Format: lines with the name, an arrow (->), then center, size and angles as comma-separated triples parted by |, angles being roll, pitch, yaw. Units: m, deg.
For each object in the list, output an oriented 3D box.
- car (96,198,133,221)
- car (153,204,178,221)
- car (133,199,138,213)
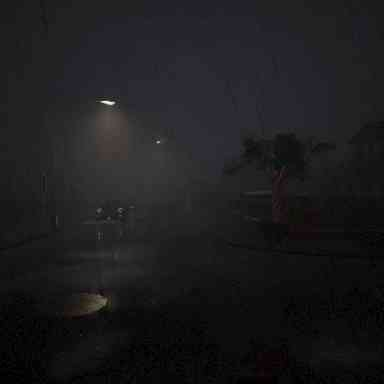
car -> -6.304, 1.348, 26.832 | 2.097, 1.767, 4.553 | 0, 0, -4
car -> -2.112, 1.597, 26.809 | 1.895, 1.301, 4.718 | 0, 0, -4
car -> -7.098, 1.500, 37.171 | 1.837, 1.490, 4.892 | 0, 0, -4
